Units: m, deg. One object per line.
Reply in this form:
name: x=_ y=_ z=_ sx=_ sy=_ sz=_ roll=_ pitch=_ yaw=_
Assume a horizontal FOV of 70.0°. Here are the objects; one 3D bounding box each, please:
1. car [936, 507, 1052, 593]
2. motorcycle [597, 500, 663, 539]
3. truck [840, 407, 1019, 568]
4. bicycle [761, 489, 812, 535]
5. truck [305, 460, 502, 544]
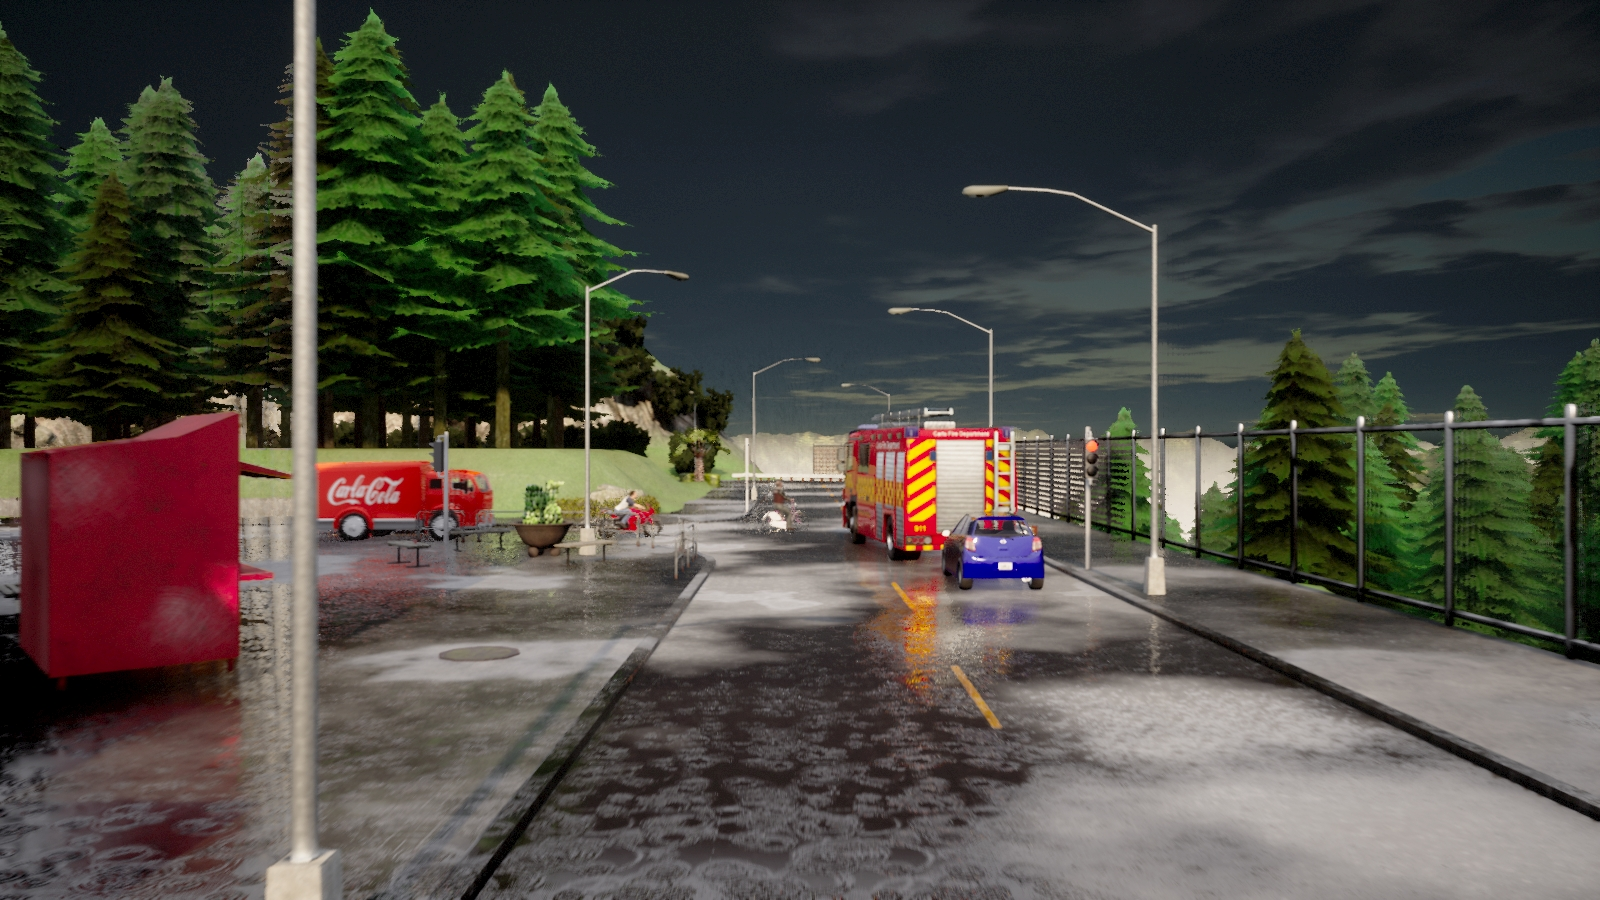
car: x=3.999 y=2.038 z=24.116 sx=1.845 sy=1.501 sz=3.633 roll=0 pitch=0 yaw=0
motorcycle: x=-5.371 y=2.186 z=36.031 sx=2.033 sy=1.199 sz=0.803 roll=0 pitch=-1 yaw=-11
truck: x=3.266 y=0.890 z=31.625 sx=2.891 sy=3.827 sz=8.468 roll=0 pitch=0 yaw=-8
bicycle: x=-0.443 y=2.060 z=38.166 sx=1.835 sy=1.471 sz=0.329 roll=0 pitch=-2 yaw=-36
truck: x=-12.240 y=1.574 z=35.607 sx=5.204 sy=2.467 sz=2.627 roll=0 pitch=0 yaw=0
